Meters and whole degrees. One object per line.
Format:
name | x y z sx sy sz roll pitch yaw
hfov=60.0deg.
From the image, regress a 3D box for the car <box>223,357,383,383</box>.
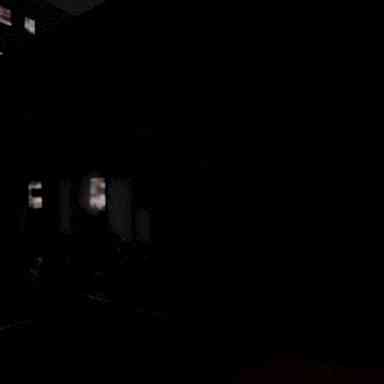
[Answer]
car | 2.100 1.528 1.380 4.829 1.417 1.752 0 0 36
